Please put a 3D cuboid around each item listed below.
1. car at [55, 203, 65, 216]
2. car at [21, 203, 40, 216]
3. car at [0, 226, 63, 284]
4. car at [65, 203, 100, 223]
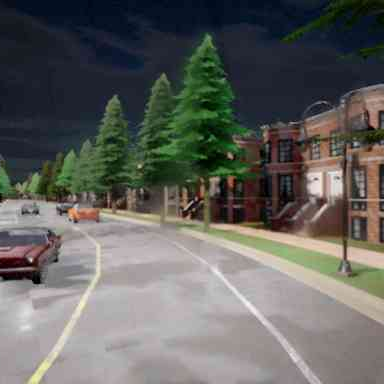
[{"bbox_3d":[-15.089,2.045,39.758,1.837,1.490,4.892,0,0,-28],"label":"car"},{"bbox_3d":[-19.652,2.052,40.439,2.128,1.511,4.902,0,-1,-28],"label":"car"},{"bbox_3d":[-5.093,1.740,9.865,1.895,1.301,4.718,0,-1,-14],"label":"car"},{"bbox_3d":[-9.665,1.747,29.569,2.097,1.767,4.553,0,-1,-28],"label":"car"}]
